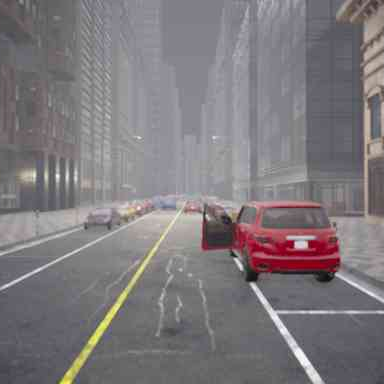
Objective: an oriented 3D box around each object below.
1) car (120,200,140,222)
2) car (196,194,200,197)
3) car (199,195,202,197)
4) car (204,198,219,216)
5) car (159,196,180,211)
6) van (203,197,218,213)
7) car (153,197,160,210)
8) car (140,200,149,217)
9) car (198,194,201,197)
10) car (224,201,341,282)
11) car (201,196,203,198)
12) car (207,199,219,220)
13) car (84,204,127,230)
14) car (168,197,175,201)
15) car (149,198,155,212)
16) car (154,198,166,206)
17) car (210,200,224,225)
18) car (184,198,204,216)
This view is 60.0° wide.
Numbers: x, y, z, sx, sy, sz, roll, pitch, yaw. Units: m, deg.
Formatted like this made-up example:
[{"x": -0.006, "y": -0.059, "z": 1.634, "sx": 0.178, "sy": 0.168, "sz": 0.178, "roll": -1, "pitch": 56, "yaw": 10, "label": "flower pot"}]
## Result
[{"x": -5.757, "y": 1.634, "z": 27.303, "sx": 1.752, "sy": 1.417, "sz": 4.829, "roll": 0, "pitch": 0, "yaw": 0, "label": "car"}, {"x": 2.773, "y": 1.947, "z": 94.706, "sx": 1.947, "sy": 1.339, "sz": 4.313, "roll": 0, "pitch": 0, "yaw": 0, "label": "car"}, {"x": 2.771, "y": 1.684, "z": 61.093, "sx": 1.967, "sy": 1.590, "sz": 4.097, "roll": 0, "pitch": 0, "yaw": 0, "label": "car"}, {"x": 2.769, "y": 1.699, "z": 38.684, "sx": 1.887, "sy": 1.381, "sz": 4.507, "roll": 0, "pitch": 0, "yaw": 0, "label": "car"}, {"x": -3.036, "y": 1.656, "z": 44.708, "sx": 1.882, "sy": 1.535, "sz": 5.008, "roll": 0, "pitch": 0, "yaw": 1, "label": "car"}, {"x": 2.770, "y": 1.518, "z": 44.287, "sx": 1.690, "sy": 1.788, "sz": 3.998, "roll": 0, "pitch": 0, "yaw": 0, "label": "van"}, {"x": -5.756, "y": 1.721, "z": 44.279, "sx": 1.887, "sy": 1.381, "sz": 4.507, "roll": 0, "pitch": 0, "yaw": 0, "label": "car"}, {"x": -5.756, "y": 1.572, "z": 33.075, "sx": 1.967, "sy": 1.590, "sz": 4.097, "roll": 0, "pitch": 0, "yaw": 0, "label": "car"}, {"x": 2.772, "y": 1.857, "z": 77.899, "sx": 1.887, "sy": 1.381, "sz": 4.507, "roll": 0, "pitch": 0, "yaw": 0, "label": "car"}, {"x": 2.396, "y": 1.260, "z": 9.988, "sx": 2.150, "sy": 2.045, "sz": 5.566, "roll": 0, "pitch": 0, "yaw": 0, "label": "car"}, {"x": 2.770, "y": 1.766, "z": 55.491, "sx": 1.887, "sy": 1.381, "sz": 4.507, "roll": 0, "pitch": 0, "yaw": 0, "label": "car"}, {"x": 2.769, "y": 1.676, "z": 33.083, "sx": 1.887, "sy": 1.381, "sz": 4.507, "roll": 0, "pitch": 0, "yaw": 0, "label": "car"}, {"x": -5.758, "y": 1.669, "z": 21.871, "sx": 1.802, "sy": 1.307, "sz": 4.206, "roll": 0, "pitch": 0, "yaw": 0, "label": "car"}, {"x": -5.752, "y": 1.963, "z": 94.693, "sx": 1.802, "sy": 1.307, "sz": 4.206, "roll": 0, "pitch": 0, "yaw": 0, "label": "car"}, {"x": -5.756, "y": 1.699, "z": 38.676, "sx": 1.887, "sy": 1.381, "sz": 4.507, "roll": 0, "pitch": 0, "yaw": 0, "label": "car"}, {"x": -5.754, "y": 1.826, "z": 61.083, "sx": 1.802, "sy": 1.307, "sz": 4.206, "roll": 0, "pitch": 0, "yaw": 0, "label": "car"}, {"x": 2.768, "y": 1.635, "z": 27.650, "sx": 1.752, "sy": 1.417, "sz": 4.829, "roll": 0, "pitch": 0, "yaw": 0, "label": "car"}, {"x": 0.087, "y": 1.722, "z": 39.687, "sx": 1.994, "sy": 1.385, "sz": 4.181, "roll": 0, "pitch": 0, "yaw": 0, "label": "car"}]
